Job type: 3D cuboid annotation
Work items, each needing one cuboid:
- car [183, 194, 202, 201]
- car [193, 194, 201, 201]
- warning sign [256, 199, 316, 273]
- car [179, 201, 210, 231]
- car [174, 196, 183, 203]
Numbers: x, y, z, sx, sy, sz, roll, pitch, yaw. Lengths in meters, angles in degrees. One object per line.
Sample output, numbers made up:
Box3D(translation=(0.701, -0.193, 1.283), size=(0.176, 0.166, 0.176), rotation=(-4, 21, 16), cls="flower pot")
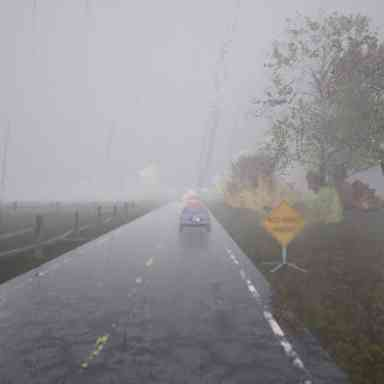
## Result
Box3D(translation=(0.228, 1.301, 43.294), size=(2.097, 1.767, 4.553), rotation=(0, 0, 0), cls="car")
Box3D(translation=(1.224, 1.307, 83.929), size=(1.882, 1.535, 5.008), rotation=(0, 0, 0), cls="car")
Box3D(translation=(2.470, 1.116, 8.930), size=(1.300, 1.860, 1.060), rotation=(0, 0, 0), cls="warning sign")
Box3D(translation=(0.154, 1.535, 20.538), size=(2.033, 1.411, 5.357), rotation=(0, 0, 0), cls="car")
Box3D(translation=(-2.559, 1.509, 64.714), size=(1.895, 1.301, 4.718), rotation=(0, 0, 1), cls="car")
